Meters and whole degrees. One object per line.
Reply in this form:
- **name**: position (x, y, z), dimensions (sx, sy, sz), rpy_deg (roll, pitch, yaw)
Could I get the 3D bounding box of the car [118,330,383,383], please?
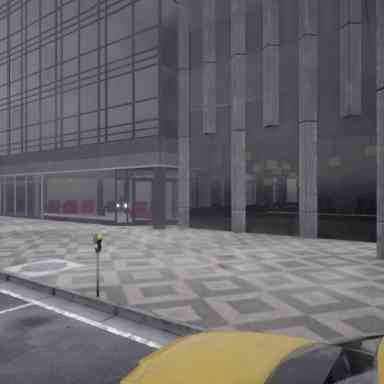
- **car**: position (1.520, 1.525, 1.996), dimensions (4.829, 1.417, 1.752), rpy_deg (0, 0, 36)
